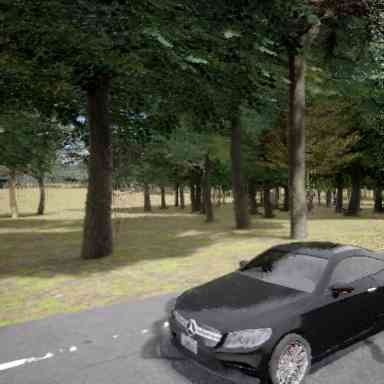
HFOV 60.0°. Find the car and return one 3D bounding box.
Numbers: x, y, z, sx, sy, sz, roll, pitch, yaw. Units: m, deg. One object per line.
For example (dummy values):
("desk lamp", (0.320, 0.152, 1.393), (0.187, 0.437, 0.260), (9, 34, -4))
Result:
("car", (1.857, 1.571, 5.328), (4.674, 1.442, 1.812), (1, 0, -36))
